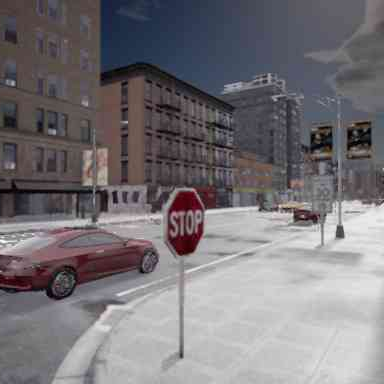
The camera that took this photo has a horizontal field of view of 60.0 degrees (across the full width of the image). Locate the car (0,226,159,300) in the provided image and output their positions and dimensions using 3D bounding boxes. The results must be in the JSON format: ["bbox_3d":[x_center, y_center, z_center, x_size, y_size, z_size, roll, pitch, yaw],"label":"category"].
[{"bbox_3d":[-2.837,1.639,8.807,1.812,1.442,4.674,0,-1,33],"label":"car"}]

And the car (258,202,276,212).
[{"bbox_3d":[11.089,2.153,48.000,1.994,1.385,4.181,0,-1,33],"label":"car"}]

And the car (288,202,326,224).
[{"bbox_3d":[10.273,1.833,28.907,1.882,1.535,5.008,0,-1,33],"label":"car"}]

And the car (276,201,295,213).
[{"bbox_3d":[13.811,2.045,46.226,1.882,1.535,5.008,0,-1,33],"label":"car"}]
